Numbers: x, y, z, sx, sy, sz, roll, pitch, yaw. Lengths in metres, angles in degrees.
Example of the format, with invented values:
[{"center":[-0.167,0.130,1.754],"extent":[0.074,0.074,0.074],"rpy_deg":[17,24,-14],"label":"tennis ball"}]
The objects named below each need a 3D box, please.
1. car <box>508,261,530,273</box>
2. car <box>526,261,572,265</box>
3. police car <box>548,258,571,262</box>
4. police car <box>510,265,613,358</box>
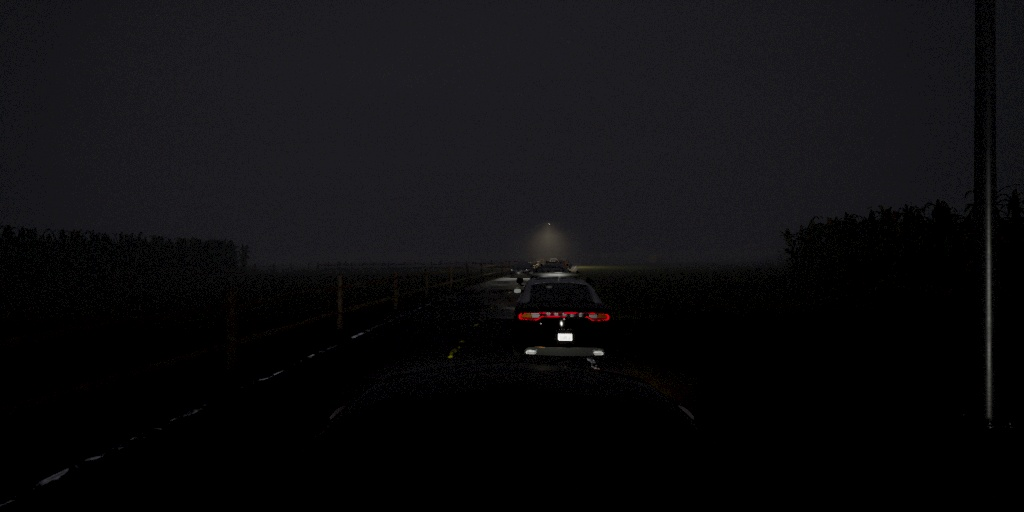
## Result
[{"center":[1.046,1.251,34.283],"extent":[1.812,1.442,4.674],"rpy_deg":[0,0,11],"label":"car"},{"center":[1.959,1.218,18.357],"extent":[1.882,1.535,5.008],"rpy_deg":[0,0,7],"label":"car"},{"center":[2.845,1.159,24.311],"extent":[1.930,1.638,5.238],"rpy_deg":[0,0,10],"label":"police car"},{"center":[1.053,1.173,8.661],"extent":[1.930,1.638,5.238],"rpy_deg":[0,0,3],"label":"police car"}]
